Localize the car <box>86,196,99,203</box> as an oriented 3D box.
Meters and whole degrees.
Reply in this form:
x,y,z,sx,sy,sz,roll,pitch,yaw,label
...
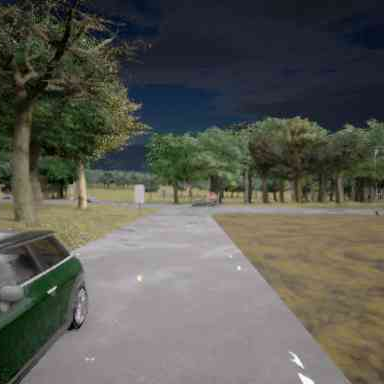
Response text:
x,y,z,sx,sy,sz,roll,pitch,yaw,label
-22.456,1.713,73.104,4.902,1.511,2.128,1,1,35,car

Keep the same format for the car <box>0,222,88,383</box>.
x,y,z,sx,sy,sz,roll,pitch,yaw,label
-2.849,1.359,3.872,2.097,1.767,4.553,0,0,0,car

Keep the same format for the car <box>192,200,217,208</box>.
x,y,z,sx,sy,sz,roll,pitch,yaw,label
2.140,1.963,56.066,4.181,1.385,1.994,0,-1,35,car
